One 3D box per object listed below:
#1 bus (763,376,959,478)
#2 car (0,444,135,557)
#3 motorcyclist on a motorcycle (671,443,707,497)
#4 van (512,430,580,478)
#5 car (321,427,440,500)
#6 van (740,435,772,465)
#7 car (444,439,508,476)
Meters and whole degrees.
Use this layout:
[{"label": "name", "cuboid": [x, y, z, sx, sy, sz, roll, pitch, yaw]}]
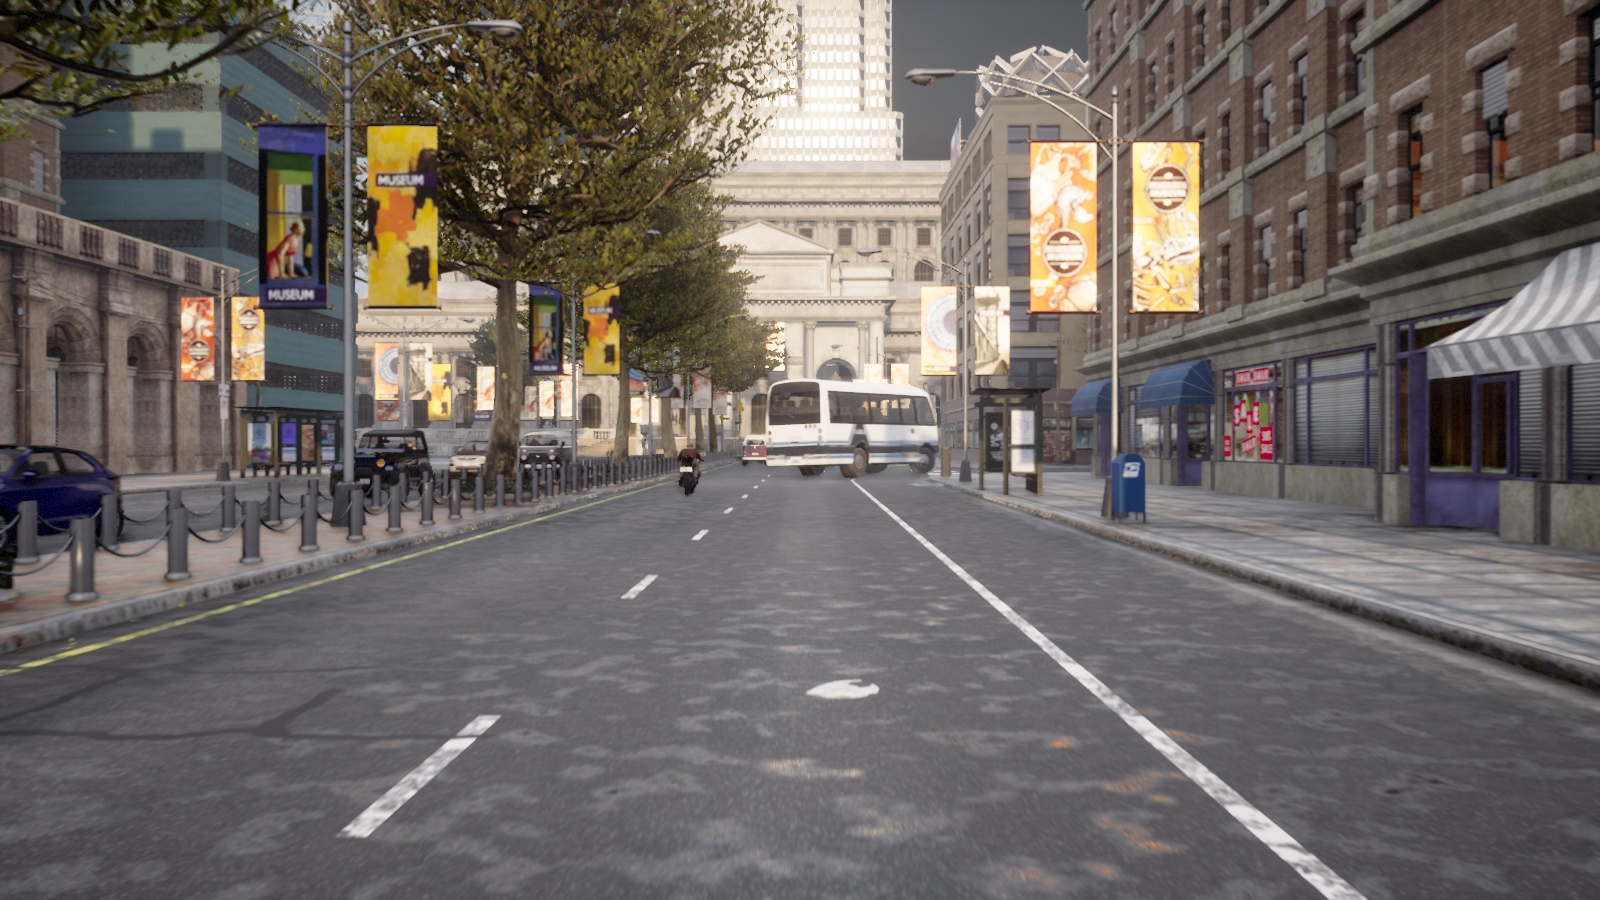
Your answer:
[{"label": "bus", "cuboid": [3.061, -0.955, 58.159, 3.944, 4.253, 10.273, -2, -1, 37]}, {"label": "car", "cuboid": [-11.385, 0.651, 17.660, 1.816, 1.474, 4.193, 0, 0, 0]}, {"label": "motorcyclist on a motorcycle", "cuboid": [-3.274, 0.569, 37.251, 0.866, 1.530, 2.191, 0, 0, 0]}, {"label": "van", "cuboid": [-11.170, 0.148, 55.566, 2.069, 2.038, 4.480, 0, 0, 0]}, {"label": "car", "cuboid": [-11.291, 0.341, 34.089, 1.905, 1.878, 3.866, 0, 0, 0]}, {"label": "van", "cuboid": [-2.995, -0.019, 86.337, 2.069, 2.038, 4.480, 0, 0, 0]}, {"label": "car", "cuboid": [-14.662, 0.311, 57.053, 1.851, 1.617, 3.988, 0, 0, 0]}]
